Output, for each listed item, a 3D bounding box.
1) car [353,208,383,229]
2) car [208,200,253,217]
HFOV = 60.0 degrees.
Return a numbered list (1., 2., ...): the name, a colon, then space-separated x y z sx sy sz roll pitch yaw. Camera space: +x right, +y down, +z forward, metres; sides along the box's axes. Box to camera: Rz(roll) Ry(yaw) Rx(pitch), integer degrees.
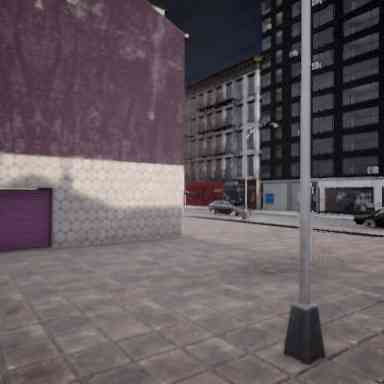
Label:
1. car: 12.007 1.630 19.097 1.895 1.301 4.718 1 0 -35
2. car: 3.523 1.509 31.012 1.837 1.490 4.892 1 1 -36
